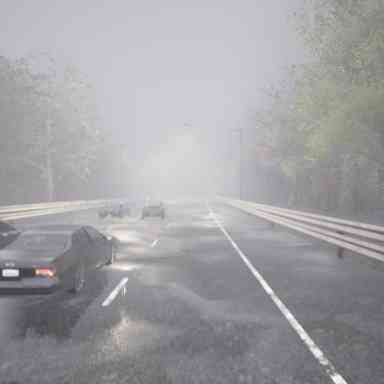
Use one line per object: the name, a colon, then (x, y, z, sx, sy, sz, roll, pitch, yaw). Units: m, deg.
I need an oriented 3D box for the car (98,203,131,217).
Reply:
car: (-6.654, 1.651, 29.237, 1.895, 1.301, 4.718, 0, 0, 1)

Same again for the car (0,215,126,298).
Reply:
car: (-3.367, 1.563, 8.725, 2.033, 1.411, 5.357, 0, 0, 0)

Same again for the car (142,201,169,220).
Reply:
car: (-3.128, 1.540, 28.809, 2.128, 1.511, 4.902, 0, 0, 1)

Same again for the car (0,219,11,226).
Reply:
car: (-6.744, 1.489, 10.419, 1.837, 1.490, 4.892, 4, -3, 0)
